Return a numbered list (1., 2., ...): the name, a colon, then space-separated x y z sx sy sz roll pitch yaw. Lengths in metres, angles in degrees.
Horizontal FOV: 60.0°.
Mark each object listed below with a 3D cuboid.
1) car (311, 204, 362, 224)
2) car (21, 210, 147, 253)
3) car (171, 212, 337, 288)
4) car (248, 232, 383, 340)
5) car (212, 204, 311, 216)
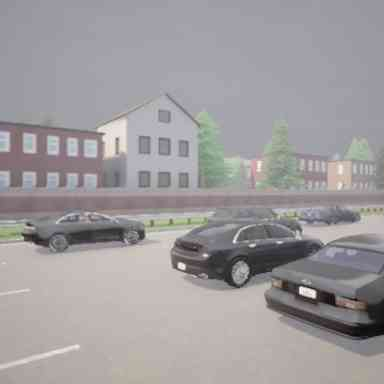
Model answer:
1. car: 9.915 1.579 23.732 5.357 1.411 2.033 0 0 -35
2. car: -4.242 1.499 13.652 4.902 1.511 2.128 0 0 -35
3. car: 1.740 1.515 9.305 4.892 1.490 1.837 0 0 -35
4. car: 3.785 1.558 6.462 5.357 1.411 2.033 0 0 -35
5. car: 2.713 1.367 14.290 4.553 1.767 2.097 0 0 -35
